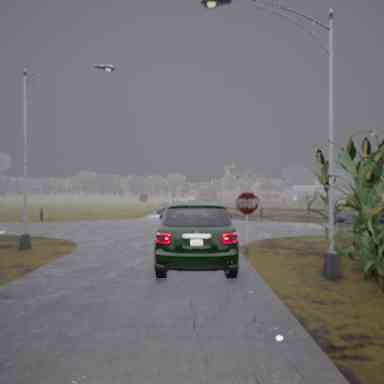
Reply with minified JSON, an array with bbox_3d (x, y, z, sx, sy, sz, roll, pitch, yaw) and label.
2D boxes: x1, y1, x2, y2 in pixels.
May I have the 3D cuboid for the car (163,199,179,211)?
[{"bbox_3d":[-2.848,1.780,46.395,1.882,1.535,5.008,0,0,0],"label":"car"}]

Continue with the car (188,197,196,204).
[{"bbox_3d":[-0.016,2.007,78.639,1.882,1.535,5.008,0,0,0],"label":"car"}]

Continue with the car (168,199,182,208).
[{"bbox_3d":[-2.839,1.935,56.207,1.994,1.385,4.181,0,0,0],"label":"car"}]

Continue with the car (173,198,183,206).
[{"bbox_3d":[-2.769,1.919,66.269,1.882,1.535,5.008,0,0,0],"label":"car"}]

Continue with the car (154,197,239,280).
[{"bbox_3d":[0.125,1.284,10.334,2.150,2.045,5.566,0,-1,0],"label":"car"}]

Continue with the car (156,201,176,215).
[{"bbox_3d":[-2.854,1.807,37.661,1.994,1.385,4.181,0,0,0],"label":"car"}]

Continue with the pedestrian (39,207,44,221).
[{"bbox_3d":[-12.187,1.796,27.009,0.500,1.100,0.500,0,1,0],"label":"pedestrian"}]

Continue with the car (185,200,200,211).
[{"bbox_3d":[0.107,1.859,47.769,2.033,1.411,5.357,0,0,0],"label":"car"}]

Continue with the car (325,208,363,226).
[{"bbox_3d":[12.609,1.685,24.083,5.357,1.411,2.033,0,1,0],"label":"car"}]
